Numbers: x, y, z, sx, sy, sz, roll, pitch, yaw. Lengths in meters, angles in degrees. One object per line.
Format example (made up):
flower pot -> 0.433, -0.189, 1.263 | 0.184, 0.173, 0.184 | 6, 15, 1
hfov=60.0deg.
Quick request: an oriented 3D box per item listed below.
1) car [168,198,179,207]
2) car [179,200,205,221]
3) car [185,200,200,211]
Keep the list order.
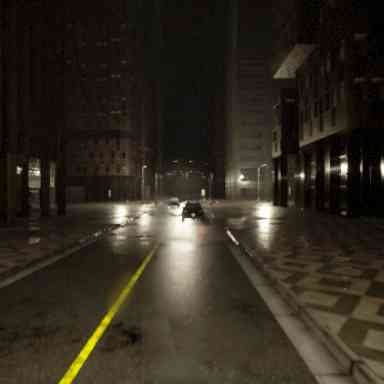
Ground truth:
car -> -2.995, 1.699, 55.933 | 2.033, 1.411, 5.357 | 0, 0, 0
car -> 0.099, 1.601, 27.507 | 1.812, 1.442, 4.674 | 0, 0, 0
car -> 0.106, 1.723, 44.236 | 1.895, 1.301, 4.718 | 0, 0, 0
